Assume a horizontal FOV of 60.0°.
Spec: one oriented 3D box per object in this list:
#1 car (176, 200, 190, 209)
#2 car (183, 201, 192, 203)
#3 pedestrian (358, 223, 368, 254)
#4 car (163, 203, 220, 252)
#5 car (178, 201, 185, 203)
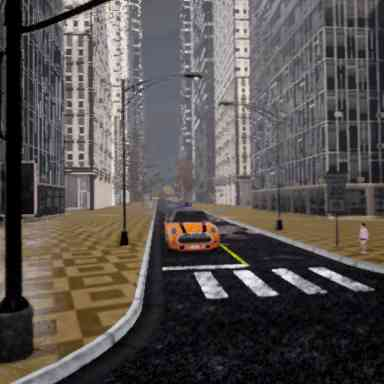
[{"bbox_3d":[-1.658,2.263,59.981,2.033,1.411,5.357,-1,-1,-6],"label":"car"},{"bbox_3d":[-0.671,2.122,50.139,1.812,1.442,4.674,-1,-1,-6],"label":"car"},{"bbox_3d":[6.097,1.612,11.775,0.500,1.100,0.500,0,-1,-6],"label":"pedestrian"},{"bbox_3d":[-0.104,1.564,15.055,2.097,1.767,4.553,-1,-1,-6],"label":"car"},{"bbox_3d":[-2.176,2.011,35.764,2.033,1.411,5.357,-1,-1,-5],"label":"car"}]
